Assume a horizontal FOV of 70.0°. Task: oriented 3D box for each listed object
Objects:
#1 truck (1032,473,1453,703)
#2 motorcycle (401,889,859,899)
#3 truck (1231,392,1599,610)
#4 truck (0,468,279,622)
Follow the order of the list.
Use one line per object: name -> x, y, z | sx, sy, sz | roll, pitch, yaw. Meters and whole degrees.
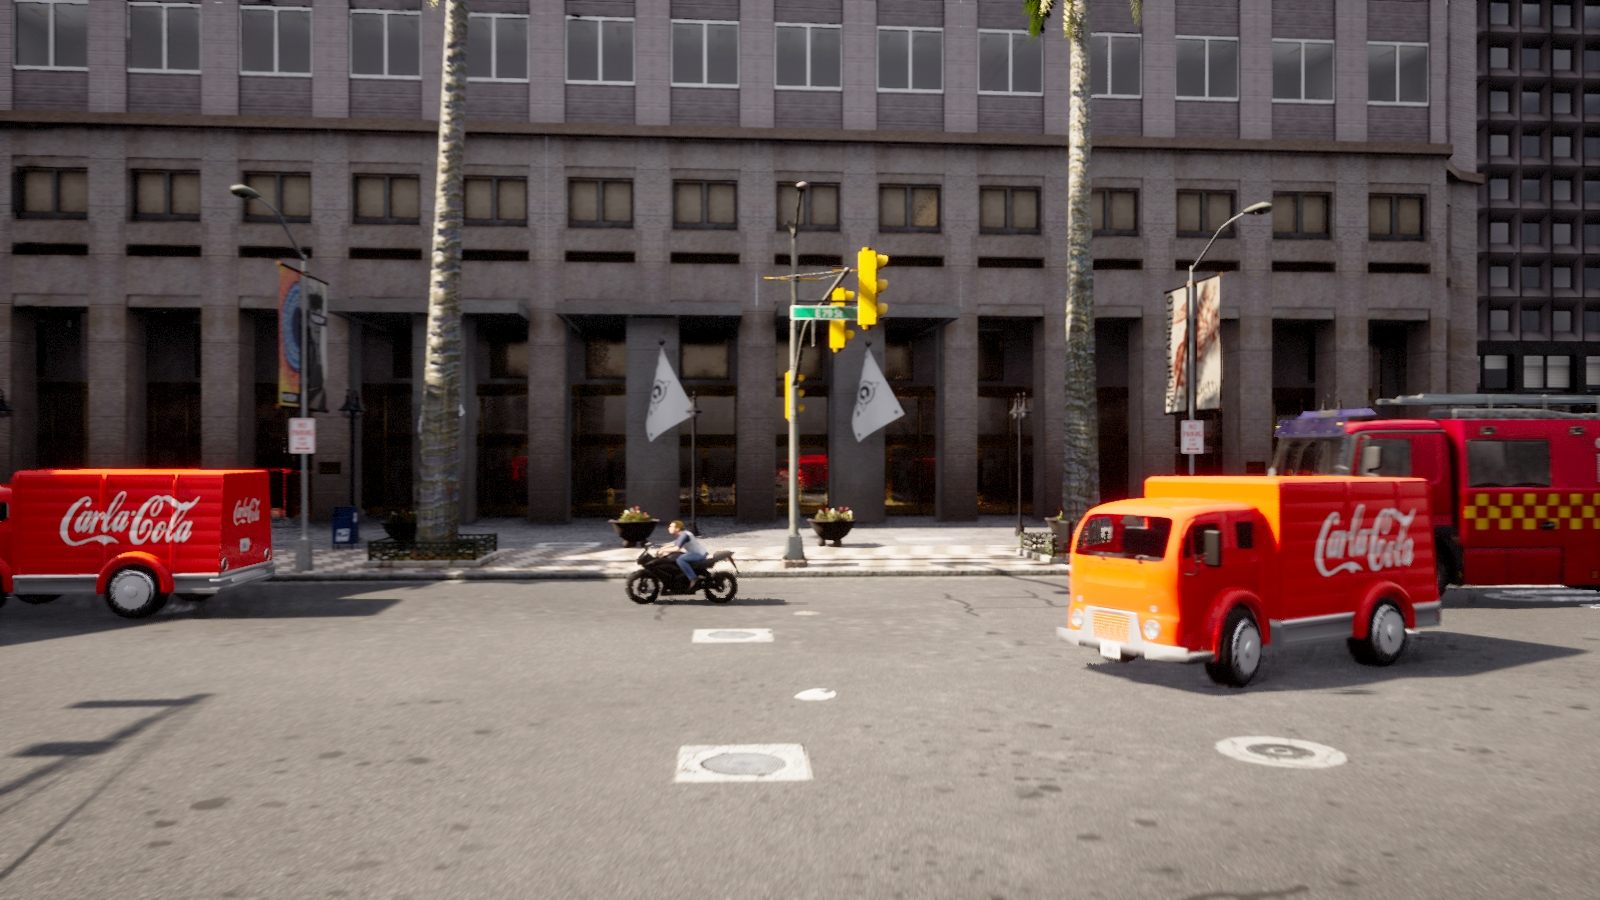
truck -> 5.919, 1.572, 15.132 | 5.204, 2.467, 2.627 | 0, 0, -33
motorcycle -> -0.778, 2.213, 3.805 | 2.033, 1.145, 0.803 | 0, 0, -4
truck -> 12.956, 0.896, 21.740 | 8.468, 3.827, 2.891 | 0, 0, -4
truck -> -12.279, 1.562, 19.951 | 5.204, 2.467, 2.627 | 0, 0, -4
